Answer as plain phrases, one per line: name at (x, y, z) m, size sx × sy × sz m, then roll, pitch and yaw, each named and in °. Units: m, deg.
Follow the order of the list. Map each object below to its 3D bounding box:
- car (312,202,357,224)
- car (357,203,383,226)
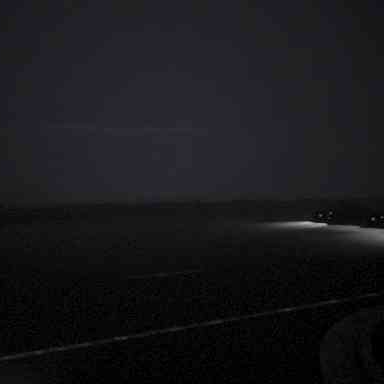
car at (10.441, 1.375, 23.010) m, size 4.181 × 1.385 × 1.994 m, roll -1°, pitch 0°, yaw -22°
car at (12.723, 1.302, 20.154) m, size 4.892 × 1.490 × 1.837 m, roll -1°, pitch 0°, yaw -22°
